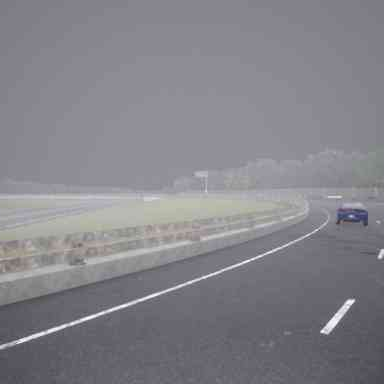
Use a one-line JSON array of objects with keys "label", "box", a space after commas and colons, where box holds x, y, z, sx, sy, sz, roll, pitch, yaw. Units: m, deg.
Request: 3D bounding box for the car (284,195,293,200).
[{"label": "car", "box": [24.117, 1.548, 85.349, 1.994, 1.385, 4.181, 0, 0, -10]}]

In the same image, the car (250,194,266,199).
[{"label": "car", "box": [18.899, 1.469, 93.546, 1.882, 1.535, 5.008, 0, 0, -15]}]

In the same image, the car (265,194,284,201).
[{"label": "car", "box": [20.809, 1.549, 83.830, 1.994, 1.385, 4.181, 0, 0, -10]}]

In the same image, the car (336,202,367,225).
[{"label": "car", "box": [11.615, 1.478, 24.224, 1.882, 1.535, 5.008, 1, 0, 25]}]
